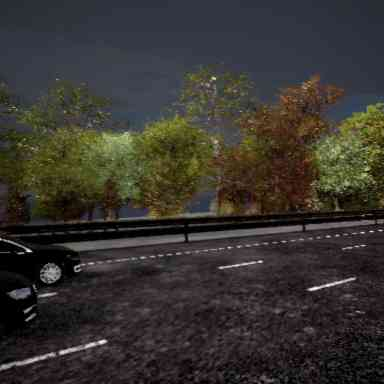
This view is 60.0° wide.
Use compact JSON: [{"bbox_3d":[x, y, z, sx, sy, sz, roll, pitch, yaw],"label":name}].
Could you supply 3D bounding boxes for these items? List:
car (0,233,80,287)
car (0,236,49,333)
[{"bbox_3d":[-5.520,1.821,8.840,4.892,1.490,1.837,1,-2,-34],"label":"car"},{"bbox_3d":[-5.009,1.693,4.955,4.902,1.511,2.128,1,-2,-34],"label":"car"}]
